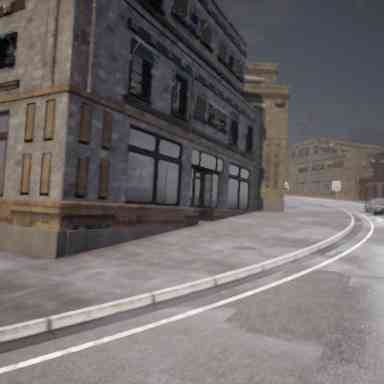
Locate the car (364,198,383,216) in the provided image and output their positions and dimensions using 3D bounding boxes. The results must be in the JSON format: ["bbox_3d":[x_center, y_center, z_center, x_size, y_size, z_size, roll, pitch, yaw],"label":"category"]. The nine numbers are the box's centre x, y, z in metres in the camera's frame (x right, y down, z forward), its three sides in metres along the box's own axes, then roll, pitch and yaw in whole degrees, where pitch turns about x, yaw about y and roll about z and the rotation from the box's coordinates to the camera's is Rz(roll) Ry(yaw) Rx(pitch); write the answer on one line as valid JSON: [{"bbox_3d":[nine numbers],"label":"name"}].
[{"bbox_3d":[15.810,1.212,27.824,2.033,1.411,5.357,2,2,17],"label":"car"}]
